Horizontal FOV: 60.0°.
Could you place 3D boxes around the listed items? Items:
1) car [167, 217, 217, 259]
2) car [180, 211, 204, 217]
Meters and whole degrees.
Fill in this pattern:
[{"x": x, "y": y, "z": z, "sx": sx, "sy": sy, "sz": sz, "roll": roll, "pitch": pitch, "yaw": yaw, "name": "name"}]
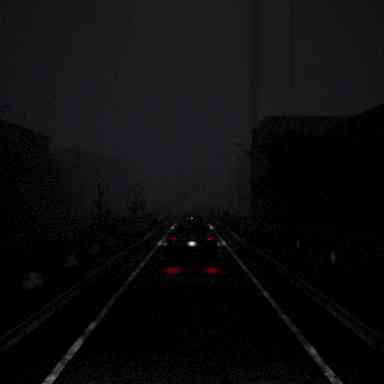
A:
[{"x": 0.006, "y": 1.955, "z": 14.319, "sx": 1.994, "sy": 1.385, "sz": 4.181, "roll": 0, "pitch": -2, "yaw": 0, "name": "car"}, {"x": 0.006, "y": 2.427, "z": 29.327, "sx": 1.837, "sy": 1.490, "sz": 4.892, "roll": 0, "pitch": -2, "yaw": 0, "name": "car"}]
